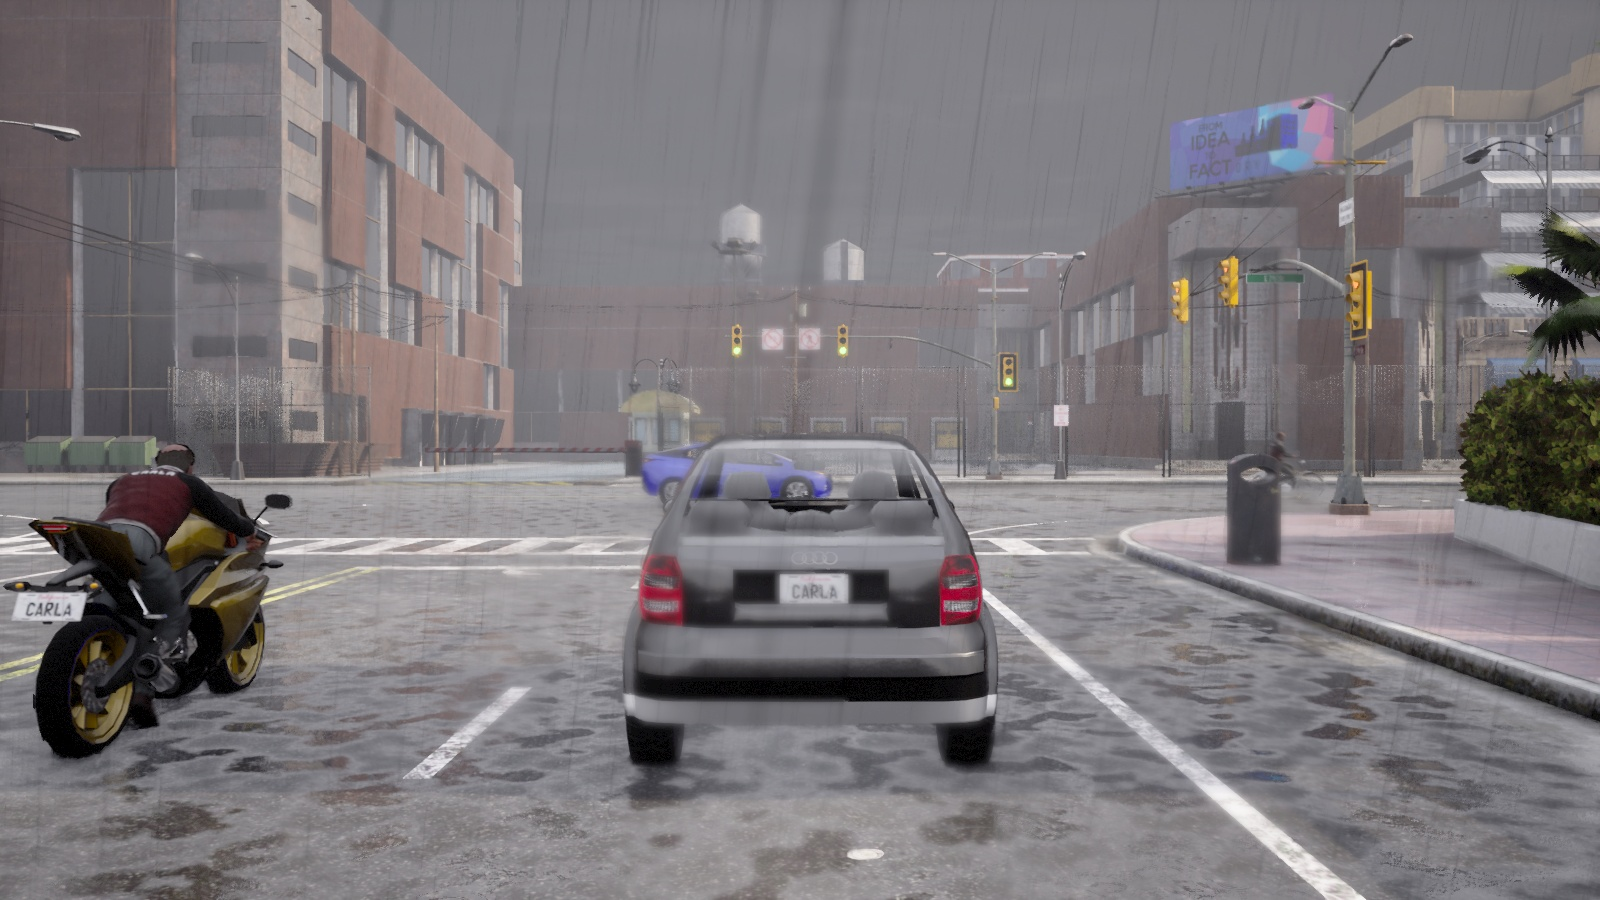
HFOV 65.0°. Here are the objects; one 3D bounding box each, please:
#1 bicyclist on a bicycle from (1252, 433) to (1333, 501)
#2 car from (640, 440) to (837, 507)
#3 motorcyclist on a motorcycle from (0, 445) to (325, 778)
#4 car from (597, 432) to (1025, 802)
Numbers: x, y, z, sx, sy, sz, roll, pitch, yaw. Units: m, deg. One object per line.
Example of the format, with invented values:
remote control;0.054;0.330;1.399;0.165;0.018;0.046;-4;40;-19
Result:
bicyclist on a bicycle;12.874;0.442;32.860;1.843;1.776;0.659;0;1;4
car;-1.391;0.525;29.679;4.514;1.525;2.007;0;0;1
motorcyclist on a motorcycle;-3.454;0.740;6.873;0.866;1.530;2.191;0;0;0
car;0.051;0.685;7.113;1.789;1.549;3.705;0;0;0
